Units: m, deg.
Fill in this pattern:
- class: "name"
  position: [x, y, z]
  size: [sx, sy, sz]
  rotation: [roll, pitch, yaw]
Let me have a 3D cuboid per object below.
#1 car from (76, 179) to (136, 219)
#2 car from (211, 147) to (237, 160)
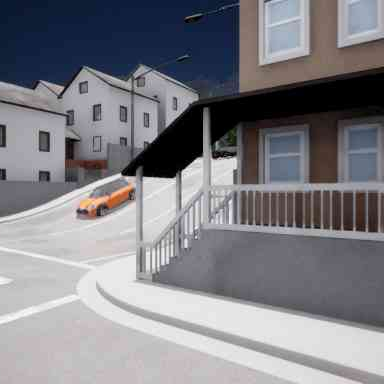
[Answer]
- class: "car"
  position: [-6.049, 0.316, 23.347]
  size: [2.097, 1.767, 4.553]
  rotation: [0, 19, 34]
- class: "car"
  position: [3.845, -4.419, 37.694]
  size: [1.895, 1.301, 4.718]
  rotation: [0, 9, 36]
